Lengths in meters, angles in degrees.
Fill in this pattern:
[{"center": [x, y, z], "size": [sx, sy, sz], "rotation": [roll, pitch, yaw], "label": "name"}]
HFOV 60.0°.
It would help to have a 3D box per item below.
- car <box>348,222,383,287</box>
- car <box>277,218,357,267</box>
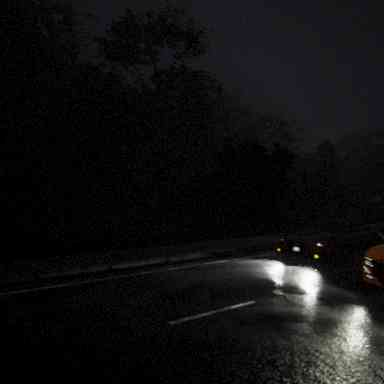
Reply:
[{"center": [6.305, 1.561, 8.468], "size": [5.008, 1.535, 1.882], "rotation": [0, 0, -35], "label": "car"}, {"center": [4.968, 1.653, 11.813], "size": [4.181, 1.385, 1.994], "rotation": [1, 0, -35], "label": "car"}]
